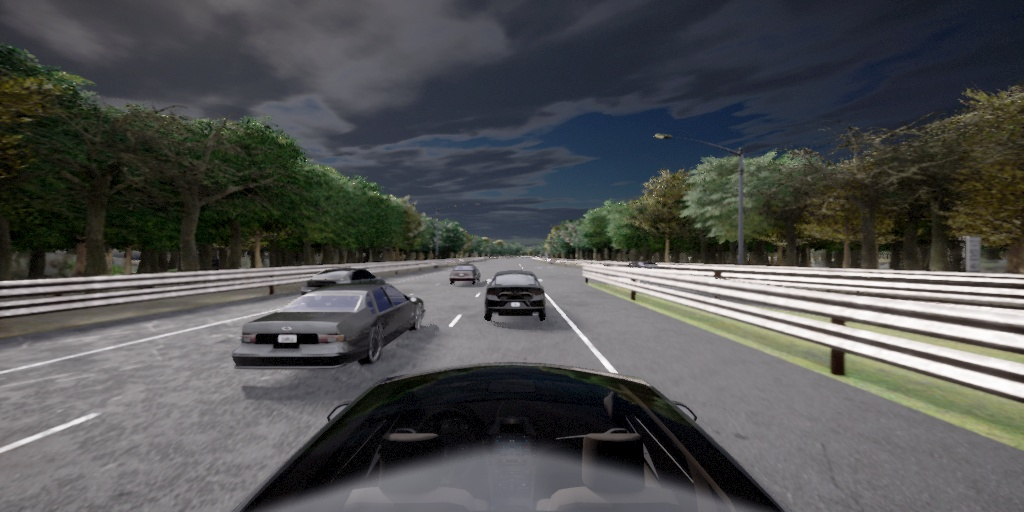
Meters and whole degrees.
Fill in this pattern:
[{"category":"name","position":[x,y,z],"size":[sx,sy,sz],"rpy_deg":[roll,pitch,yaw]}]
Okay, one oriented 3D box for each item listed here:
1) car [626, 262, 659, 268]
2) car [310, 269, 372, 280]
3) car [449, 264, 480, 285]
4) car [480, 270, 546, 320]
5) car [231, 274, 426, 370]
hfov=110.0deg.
[{"category":"car","position":[10.978,1.285,31.290],"size":[2.033,1.649,4.856],"rpy_deg":[0,0,-13]},{"category":"car","position":[-6.900,1.262,15.242],"size":[1.837,1.490,4.892],"rpy_deg":[0,0,0]},{"category":"car","position":[-3.400,1.312,26.612],"size":[2.033,1.411,5.357],"rpy_deg":[0,0,0]},{"category":"car","position":[0.100,1.234,12.709],"size":[1.882,1.535,5.008],"rpy_deg":[0,0,0]},{"category":"car","position":[-3.400,1.300,7.939],"size":[2.033,1.411,5.357],"rpy_deg":[0,0,0]}]
